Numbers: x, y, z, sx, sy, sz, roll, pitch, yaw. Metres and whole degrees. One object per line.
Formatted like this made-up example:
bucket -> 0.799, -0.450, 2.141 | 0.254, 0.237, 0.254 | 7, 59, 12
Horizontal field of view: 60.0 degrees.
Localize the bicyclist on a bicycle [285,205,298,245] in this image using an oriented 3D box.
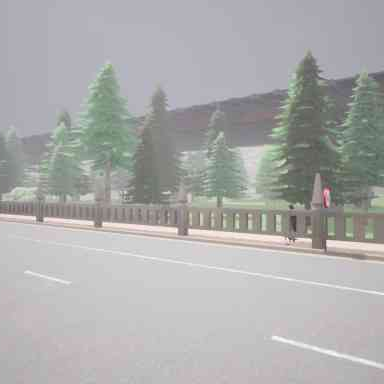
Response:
bicyclist on a bicycle -> 4.100, 1.343, 13.602 | 0.582, 1.620, 1.656 | -1, -4, 35
